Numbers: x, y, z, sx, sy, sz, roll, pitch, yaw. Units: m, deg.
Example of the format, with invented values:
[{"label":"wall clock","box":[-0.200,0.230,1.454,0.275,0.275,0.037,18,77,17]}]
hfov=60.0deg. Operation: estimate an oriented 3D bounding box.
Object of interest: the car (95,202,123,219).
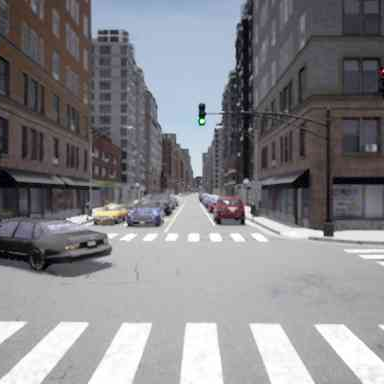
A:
[{"label":"car","box":[-5.855,1.503,24.177,1.752,1.417,4.829,0,0,0]}]

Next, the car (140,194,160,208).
[{"label":"car","box":[-5.853,1.263,46.967,2.192,1.841,5.009,0,0,0]}]

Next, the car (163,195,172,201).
[{"label":"car","box":[-5.851,1.477,80.897,1.802,1.307,4.206,0,0,0]}]

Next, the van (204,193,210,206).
[{"label":"van","box":[2.673,1.297,41.289,1.690,1.788,3.998,0,0,0]}]

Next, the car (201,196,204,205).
[{"label":"car","box":[2.672,1.530,46.946,1.802,1.307,4.206,0,0,0]}]

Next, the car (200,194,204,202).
[{"label":"car","box":[2.673,1.465,52.773,1.752,1.417,4.829,0,0,0]}]

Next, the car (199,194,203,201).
[{"label":"car","box":[2.673,1.513,58.260,1.802,1.307,4.206,0,0,0]}]

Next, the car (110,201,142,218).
[{"label":"car","box":[-5.854,1.536,30.003,1.947,1.339,4.313,0,0,0]}]

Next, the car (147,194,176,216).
[{"label":"car","box":[-3.100,1.189,32.474,2.150,2.045,5.566,0,0,1]}]

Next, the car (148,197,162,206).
[{"label":"car","box":[-5.853,1.521,52.622,1.802,1.307,4.206,0,0,0]}]

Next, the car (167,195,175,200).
[{"label":"car","box":[-5.852,1.483,92.203,1.802,1.307,4.206,0,0,0]}]

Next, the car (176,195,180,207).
[{"label":"car","box":[-3.049,1.446,42.347,2.128,1.511,4.902,0,0,0]}]

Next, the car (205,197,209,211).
[{"label":"car","box":[2.672,1.508,35.632,1.887,1.381,4.507,0,0,0]}]

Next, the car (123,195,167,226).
[{"label":"car","box":[-3.095,1.331,22.924,2.097,1.767,4.553,0,0,0]}]

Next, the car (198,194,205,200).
[{"label":"car","box":[2.673,1.341,92.194,1.967,1.590,4.097,0,0,0]}]

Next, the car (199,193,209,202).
[{"label":"car","box":[2.675,1.217,75.229,2.192,1.841,5.009,0,0,0]}]

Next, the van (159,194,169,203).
[{"label":"van","box":[-5.850,1.253,69.587,1.690,1.788,3.998,0,0,0]}]

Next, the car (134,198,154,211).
[{"label":"car","box":[-5.853,1.481,41.142,1.752,1.417,4.829,0,0,0]}]

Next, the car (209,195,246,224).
[{"label":"car","box":[2.672,1.293,24.319,2.192,1.841,5.009,0,0,0]}]

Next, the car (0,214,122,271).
[{"label":"car","box":[-5.098,1.524,10.697,5.357,1.411,2.033,0,0,28]}]

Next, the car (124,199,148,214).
[{"label":"car","box":[-5.854,1.489,35.487,1.752,1.417,4.829,0,0,0]}]

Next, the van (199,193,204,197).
[{"label":"van","box":[2.674,1.263,63.915,1.690,1.788,3.998,0,0,0]}]
